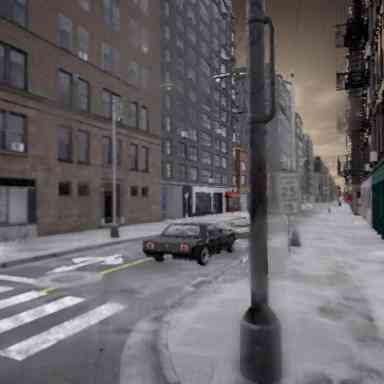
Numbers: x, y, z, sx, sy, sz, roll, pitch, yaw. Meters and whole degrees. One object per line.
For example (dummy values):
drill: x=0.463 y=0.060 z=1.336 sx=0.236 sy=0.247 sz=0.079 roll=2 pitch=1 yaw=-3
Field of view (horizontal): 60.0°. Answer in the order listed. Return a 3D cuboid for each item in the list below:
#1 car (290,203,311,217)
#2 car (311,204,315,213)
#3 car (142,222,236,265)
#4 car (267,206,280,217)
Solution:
car: x=12.830 y=2.200 z=40.076 sx=1.812 sy=1.442 sz=4.674 roll=-1 pitch=-1 yaw=25
car: x=17.006 y=2.388 z=49.338 sx=1.812 sy=1.442 sz=4.674 roll=-1 pitch=-2 yaw=24
car: x=0.165 y=1.773 z=12.419 sx=1.895 sy=1.301 sz=4.718 roll=-1 pitch=-1 yaw=24
car: x=9.253 y=2.299 z=39.719 sx=1.895 sy=1.301 sz=4.718 roll=-1 pitch=-1 yaw=25
